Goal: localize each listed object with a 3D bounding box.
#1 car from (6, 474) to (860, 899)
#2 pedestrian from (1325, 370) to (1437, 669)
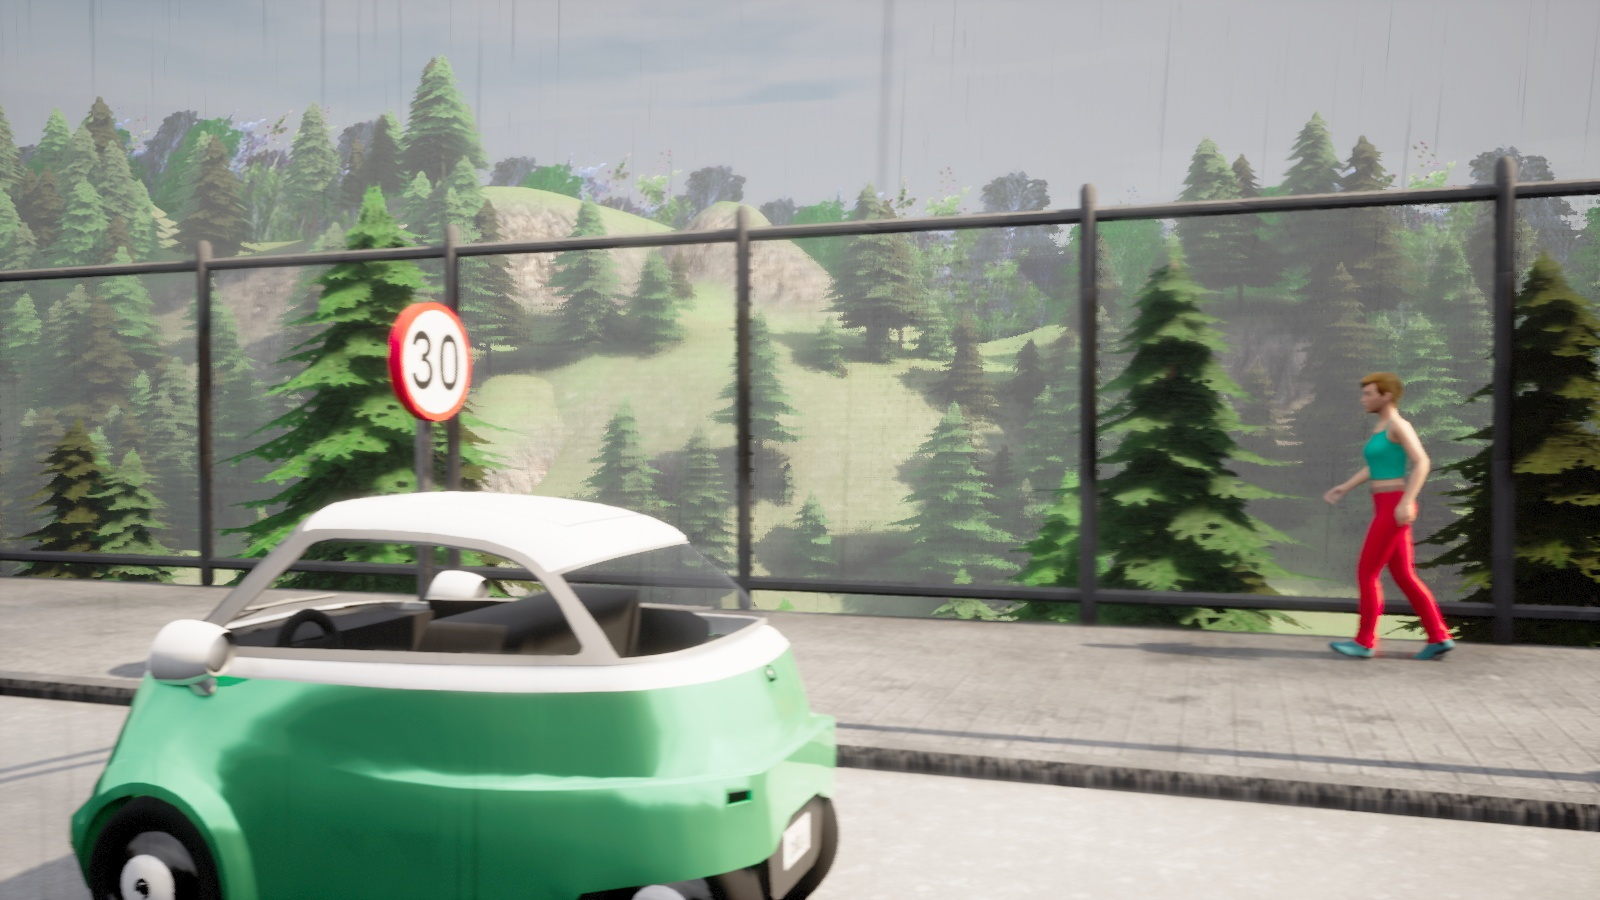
[{"bbox_3d":[-1.077,0.812,4.082,2.207,1.376,1.481,1,1,19],"label":"car"},{"bbox_3d":[3.676,0.423,7.969,0.594,1.836,0.345,1,1,19],"label":"pedestrian"}]
